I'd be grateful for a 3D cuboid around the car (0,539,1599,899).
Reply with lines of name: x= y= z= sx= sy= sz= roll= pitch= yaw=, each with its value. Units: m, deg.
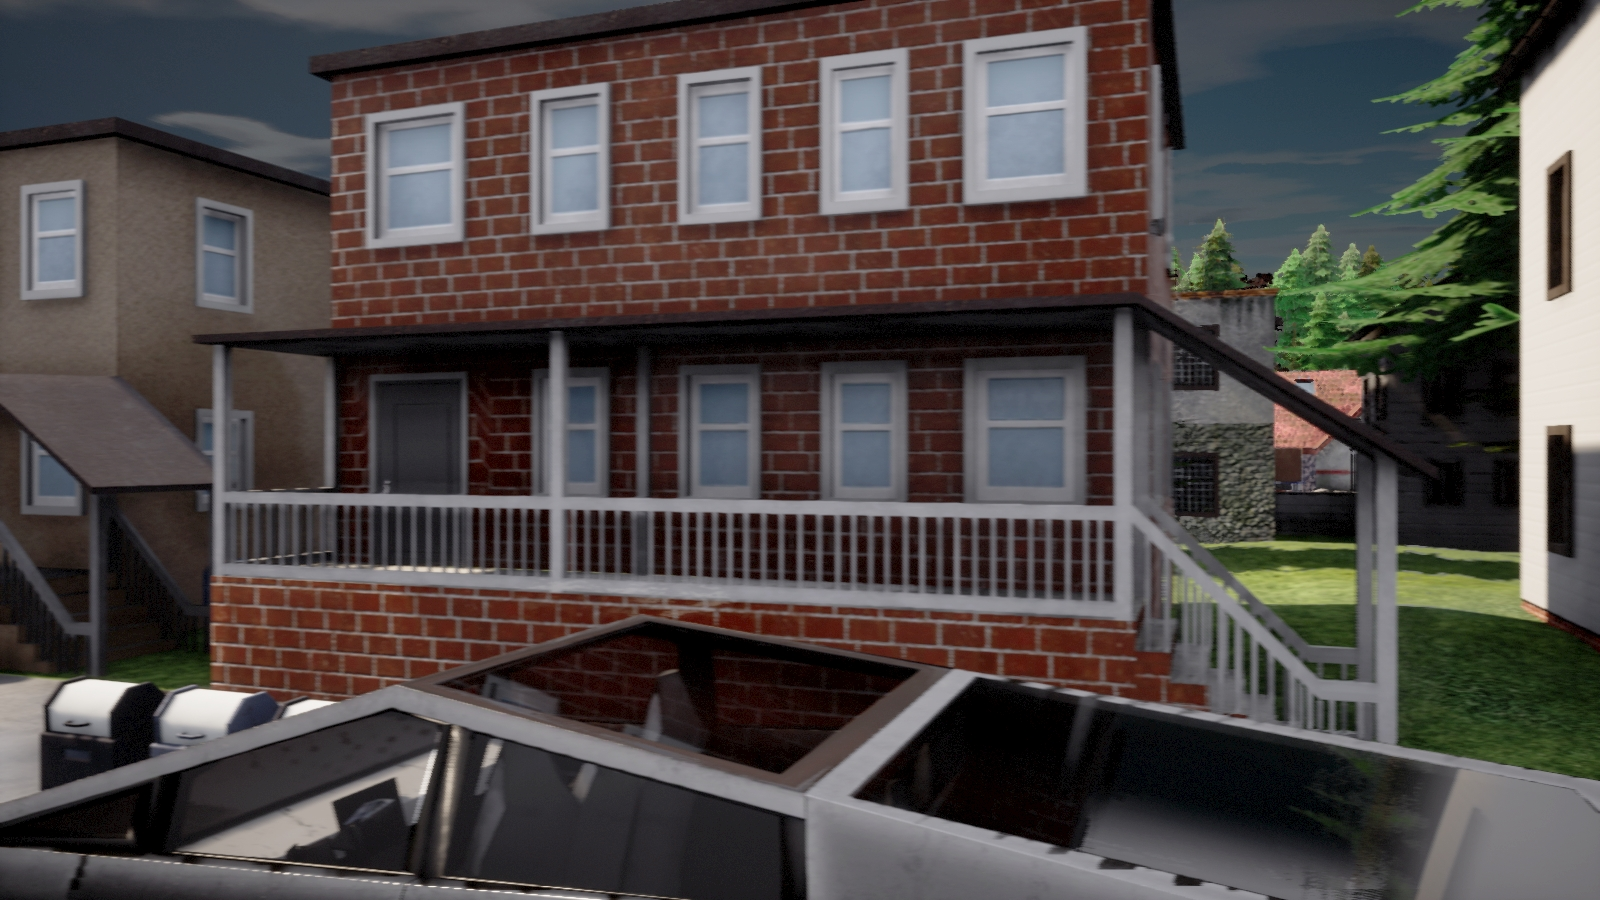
car: x=-0.518 y=1.534 z=4.018 sx=6.274 sy=2.098 sz=2.390 roll=0 pitch=0 yaw=20
